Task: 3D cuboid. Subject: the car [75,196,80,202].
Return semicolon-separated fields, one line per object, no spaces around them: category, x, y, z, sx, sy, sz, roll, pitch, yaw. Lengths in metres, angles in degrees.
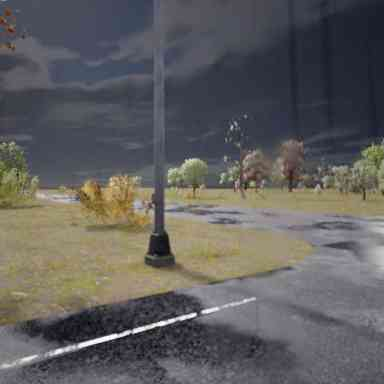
car;-17.852;0.897;54.967;1.837;1.490;4.892;-1;1;-35
